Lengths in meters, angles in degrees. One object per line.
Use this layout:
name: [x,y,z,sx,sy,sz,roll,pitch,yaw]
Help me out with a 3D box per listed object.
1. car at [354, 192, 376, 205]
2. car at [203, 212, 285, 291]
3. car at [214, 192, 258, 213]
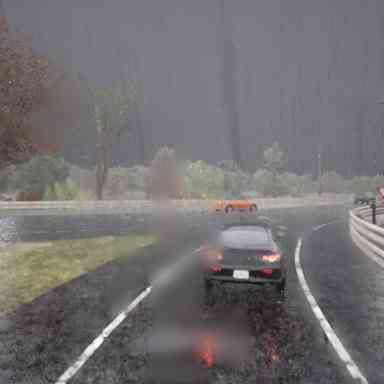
car: [28.535,0.980,54.848,2.150,2.045,5.566,1,0,42]
car: [1.474,1.497,8.944,1.812,1.442,4.674,0,0,12]
car: [4.583,1.161,34.248,4.553,1.767,2.097,0,0,-30]
